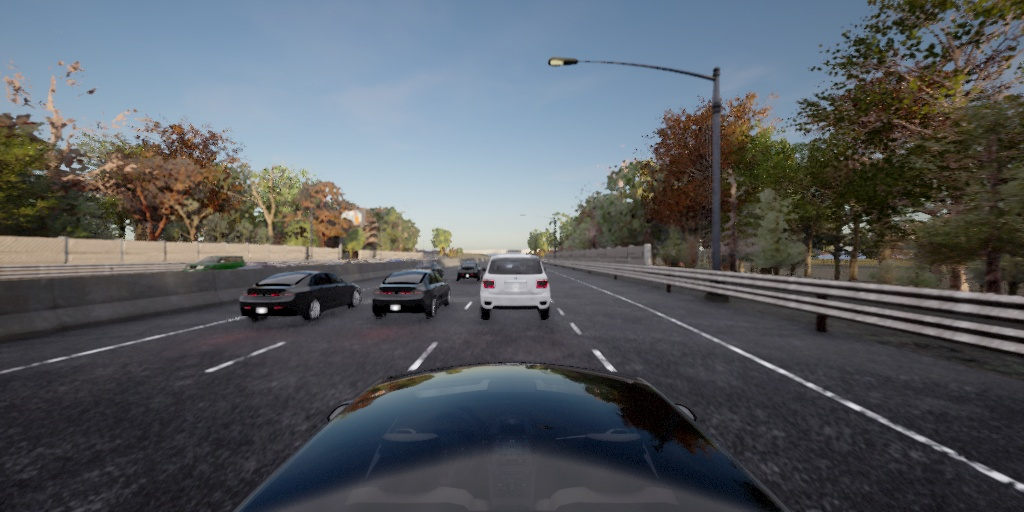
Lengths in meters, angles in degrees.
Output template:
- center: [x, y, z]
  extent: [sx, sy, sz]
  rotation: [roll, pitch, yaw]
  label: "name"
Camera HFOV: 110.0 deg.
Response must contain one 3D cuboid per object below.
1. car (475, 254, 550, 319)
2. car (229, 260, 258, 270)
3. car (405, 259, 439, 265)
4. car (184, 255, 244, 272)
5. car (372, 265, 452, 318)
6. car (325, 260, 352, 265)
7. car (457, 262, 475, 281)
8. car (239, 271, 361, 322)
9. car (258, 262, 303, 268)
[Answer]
- center: [0.087, 0.966, 12.965]
  extent: [2.150, 2.045, 5.566]
  rotation: [0, 0, 0]
  label: "car"
- center: [-24.593, 1.311, 34.811]
  extent: [1.994, 1.385, 4.181]
  rotation: [0, 0, 0]
  label: "car"
- center: [-6.900, 1.236, 29.770]
  extent: [2.128, 1.511, 4.902]
  rotation: [0, 0, 0]
  label: "car"
- center: [-28.093, 0.967, 34.269]
  extent: [2.150, 2.045, 5.566]
  rotation: [0, 0, 0]
  label: "car"
- center: [-3.401, 1.250, 12.874]
  extent: [1.837, 1.490, 4.892]
  rotation: [0, 0, 0]
  label: "car"
- center: [-17.594, 1.225, 36.340]
  extent: [1.882, 1.535, 5.008]
  rotation: [0, 0, 0]
  label: "car"
- center: [-3.402, 1.249, 29.821]
  extent: [1.837, 1.490, 4.892]
  rotation: [0, 0, 0]
  label: "car"
- center: [-6.901, 1.250, 12.307]
  extent: [1.837, 1.490, 4.892]
  rotation: [0, 0, 0]
  label: "car"
- center: [-21.098, 1.347, 33.757]
  extent: [1.895, 1.301, 4.718]
  rotation: [0, 0, 0]
  label: "car"
